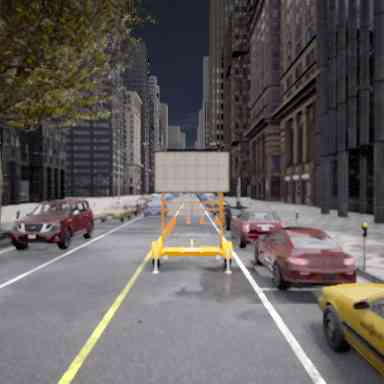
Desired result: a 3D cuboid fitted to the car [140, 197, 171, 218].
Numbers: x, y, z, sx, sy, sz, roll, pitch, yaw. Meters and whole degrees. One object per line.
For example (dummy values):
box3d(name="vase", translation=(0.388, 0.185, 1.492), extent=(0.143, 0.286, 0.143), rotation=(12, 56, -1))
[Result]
box3d(name="car", translation=(-3.096, 1.468, 29.220), extent=(1.812, 1.442, 4.674), rotation=(0, 0, 0))

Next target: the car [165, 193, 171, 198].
box3d(name="car", translation=(-5.757, 1.464, 65.577), extent=(1.802, 1.307, 4.206), rotation=(0, 0, 0))

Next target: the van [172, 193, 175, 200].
box3d(name="van", translation=(-5.756, 1.199, 82.609), extent=(1.690, 1.788, 3.998), rotation=(0, 0, 0))

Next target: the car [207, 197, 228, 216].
box3d(name="car", translation=(2.765, 1.489, 31.520), extent=(2.008, 1.369, 4.403), rotation=(0, 0, 0))

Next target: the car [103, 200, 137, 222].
box3d(name="car", translation=(-5.761, 1.474, 25.664), extent=(1.752, 1.417, 4.829), rotation=(0, 0, 0))

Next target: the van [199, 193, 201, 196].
box3d(name="van", translation=(2.767, 1.223, 65.585), extent=(1.690, 1.788, 3.998), rotation=(0, 0, 0))

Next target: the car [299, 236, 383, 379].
box3d(name="car", translation=(2.762, 1.518, 3.302), extent=(1.752, 1.417, 4.829), rotation=(0, 0, 0))

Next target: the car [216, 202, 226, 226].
box3d(name="car", translation=(2.764, 1.525, 20.165), extent=(1.947, 1.339, 4.313), rotation=(0, 0, 0))

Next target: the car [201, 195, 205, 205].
box3d(name="car", translation=(2.766, 1.459, 48.553), extent=(2.008, 1.369, 4.403), rotation=(0, 0, 0))

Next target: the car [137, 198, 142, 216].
box3d(name="car", translation=(-5.761, 1.520, 31.512), extent=(1.802, 1.307, 4.206), rotation=(0, 0, 0))

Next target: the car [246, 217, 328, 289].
box3d(name="car", translation=(2.762, 1.563, 8.810), extent=(1.802, 1.307, 4.206), rotation=(0, 0, 0))

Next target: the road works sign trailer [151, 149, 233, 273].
box3d(name="road works sign trailer", translation=(0.001, 0.442, 10.541), extent=(2.380, 3.560, 2.880), rotation=(0, 0, 0))

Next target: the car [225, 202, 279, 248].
box3d(name="car", translation=(2.763, 1.410, 14.487), extent=(1.967, 1.590, 4.097), rotation=(0, 0, 0))

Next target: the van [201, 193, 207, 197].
box3d(name="van", translation=(2.766, 1.240, 54.231), extent=(1.690, 1.788, 3.998), rotation=(0, 0, 0))

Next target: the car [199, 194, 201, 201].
box3d(name="car", translation=(2.767, 1.435, 59.908), extent=(1.887, 1.381, 4.507), rotation=(0, 0, 0))

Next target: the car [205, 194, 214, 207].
box3d(name="car", translation=(2.765, 1.368, 37.197), extent=(1.967, 1.590, 4.097), rotation=(0, 0, 0))

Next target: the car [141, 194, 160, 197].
box3d(name="car", translation=(-5.760, 1.233, 42.866), extent=(2.192, 1.841, 5.009), rotation=(0, 0, 0))

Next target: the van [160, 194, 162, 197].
box3d(name="van", translation=(-5.759, 1.249, 48.544), extent=(1.690, 1.788, 3.998), rotation=(0, 0, 0))

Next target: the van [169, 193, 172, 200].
box3d(name="van", translation=(-5.757, 1.215, 71.254), extent=(1.690, 1.788, 3.998), rotation=(0, 0, 0))

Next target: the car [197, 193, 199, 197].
box3d(name="car", translation=(2.768, 1.306, 76.940), extent=(1.967, 1.590, 4.097), rotation=(0, 0, 0))

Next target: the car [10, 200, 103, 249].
box3d(name="car", translation=(-5.762, 1.285, 14.479), extent=(2.192, 1.841, 5.009), rotation=(0, 0, 0))

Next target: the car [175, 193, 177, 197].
box3d(name="car", translation=(-5.756, 1.376, 88.116), extent=(1.752, 1.417, 4.829), rotation=(0, 0, 0))
